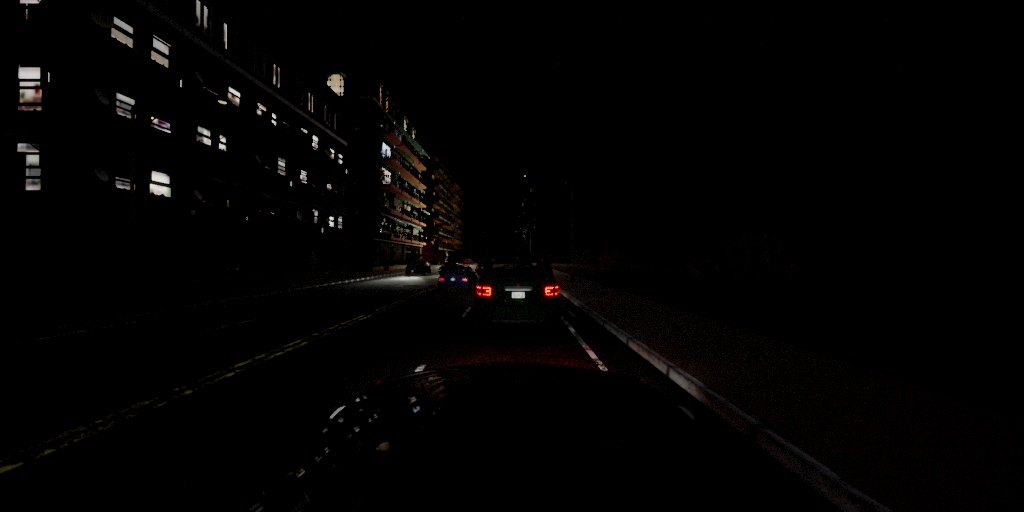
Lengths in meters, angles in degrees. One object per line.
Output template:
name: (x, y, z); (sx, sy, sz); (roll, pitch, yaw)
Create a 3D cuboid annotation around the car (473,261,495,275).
car: (-3.144, 1.301, 41.354); (2.033, 1.411, 5.357); (0, 0, 0)

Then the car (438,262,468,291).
car: (-3.145, 1.301, 21.616); (2.033, 1.411, 5.357); (0, 0, 0)

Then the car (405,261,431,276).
car: (-9.844, 1.245, 37.886); (2.128, 1.511, 4.902); (0, 0, 0)

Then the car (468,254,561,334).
car: (0.104, 0.973, 10.765); (2.150, 2.045, 5.566); (0, 0, -1)

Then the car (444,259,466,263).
car: (-6.593, 1.301, 38.519); (2.033, 1.411, 5.357); (0, 0, 0)
